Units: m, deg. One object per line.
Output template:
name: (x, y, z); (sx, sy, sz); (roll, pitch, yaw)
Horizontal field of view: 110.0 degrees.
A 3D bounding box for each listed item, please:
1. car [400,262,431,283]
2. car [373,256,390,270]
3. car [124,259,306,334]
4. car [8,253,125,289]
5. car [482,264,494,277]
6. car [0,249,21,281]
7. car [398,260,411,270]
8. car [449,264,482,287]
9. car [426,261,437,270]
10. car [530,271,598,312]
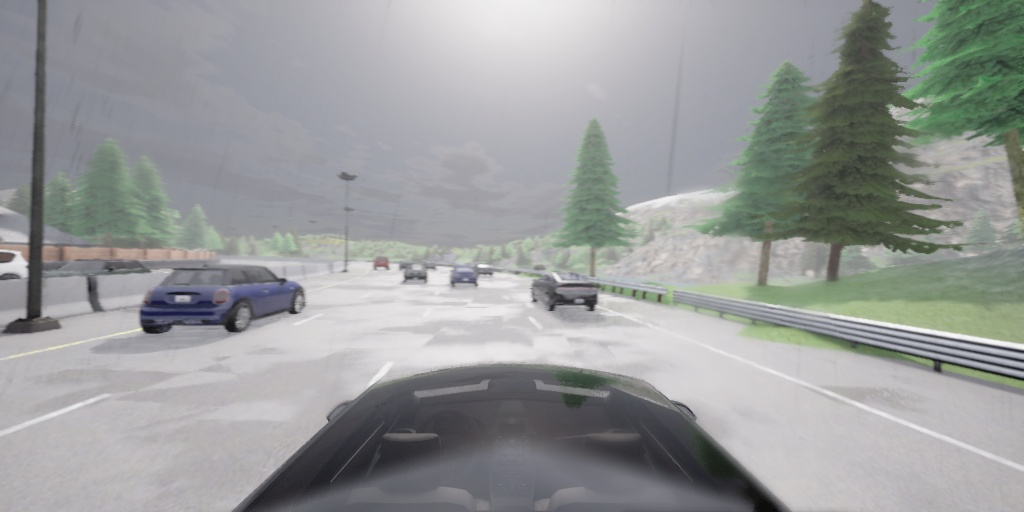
car: (-7.895, 1.445, 29.552); (1.895, 1.301, 4.718); (1, 0, -14)
car: (-20.069, 1.068, 54.992); (2.150, 2.045, 5.566); (1, 0, -23)
car: (-7.961, 1.038, 10.497); (2.097, 1.767, 4.553); (1, -1, -7)
car: (-19.813, 0.892, 17.049); (2.097, 1.767, 4.553); (1, 0, -11)
car: (-3.426, 1.554, 40.269); (2.033, 1.411, 5.357); (1, 0, -17)
car: (-22.815, 0.686, 14.053); (2.150, 2.045, 5.566); (1, -1, -9)
car: (-16.471, 1.415, 55.332); (1.837, 1.490, 4.892); (2, 0, -23)
car: (-3.562, 1.415, 26.121); (1.812, 1.442, 4.674); (1, 0, -12)
car: (-13.077, 1.466, 56.244); (2.128, 1.511, 4.902); (1, 0, -23)
car: (2.025, 1.385, 15.049); (2.128, 1.511, 4.902); (1, 0, -8)
